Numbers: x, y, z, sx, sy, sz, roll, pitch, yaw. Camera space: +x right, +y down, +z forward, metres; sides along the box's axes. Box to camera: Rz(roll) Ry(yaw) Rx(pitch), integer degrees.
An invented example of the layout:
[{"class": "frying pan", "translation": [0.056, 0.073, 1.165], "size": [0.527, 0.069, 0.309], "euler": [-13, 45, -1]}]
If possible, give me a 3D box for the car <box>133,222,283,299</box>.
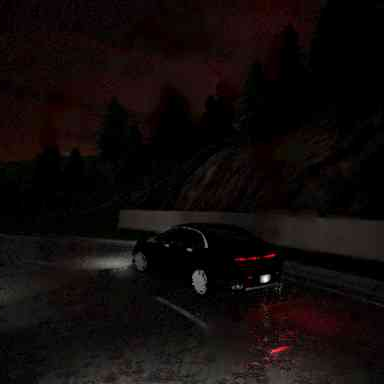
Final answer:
[{"class": "car", "translation": [0.107, 1.565, 8.798], "size": [1.837, 1.490, 4.892], "euler": [1, -2, -35]}]
